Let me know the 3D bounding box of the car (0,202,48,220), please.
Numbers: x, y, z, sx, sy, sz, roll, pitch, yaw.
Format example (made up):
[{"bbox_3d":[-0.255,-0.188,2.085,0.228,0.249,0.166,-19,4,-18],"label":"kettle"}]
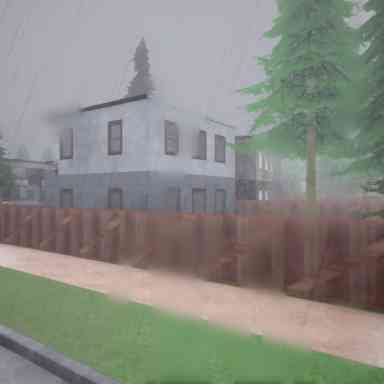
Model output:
[{"bbox_3d":[-15.331,1.582,29.327,1.895,1.301,4.718,0,0,28],"label":"car"}]

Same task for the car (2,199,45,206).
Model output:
[{"bbox_3d":[-12.793,1.333,26.182,2.097,1.767,4.553,0,0,29],"label":"car"}]
